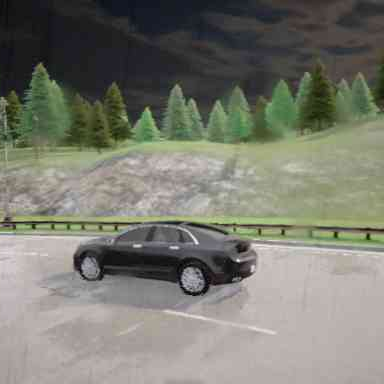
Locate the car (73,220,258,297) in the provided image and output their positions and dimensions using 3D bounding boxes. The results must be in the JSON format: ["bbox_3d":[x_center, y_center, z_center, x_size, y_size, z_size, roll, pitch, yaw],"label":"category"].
[{"bbox_3d":[-0.819,1.475,8.418,4.892,1.490,1.837,-1,-2,27],"label":"car"}]
